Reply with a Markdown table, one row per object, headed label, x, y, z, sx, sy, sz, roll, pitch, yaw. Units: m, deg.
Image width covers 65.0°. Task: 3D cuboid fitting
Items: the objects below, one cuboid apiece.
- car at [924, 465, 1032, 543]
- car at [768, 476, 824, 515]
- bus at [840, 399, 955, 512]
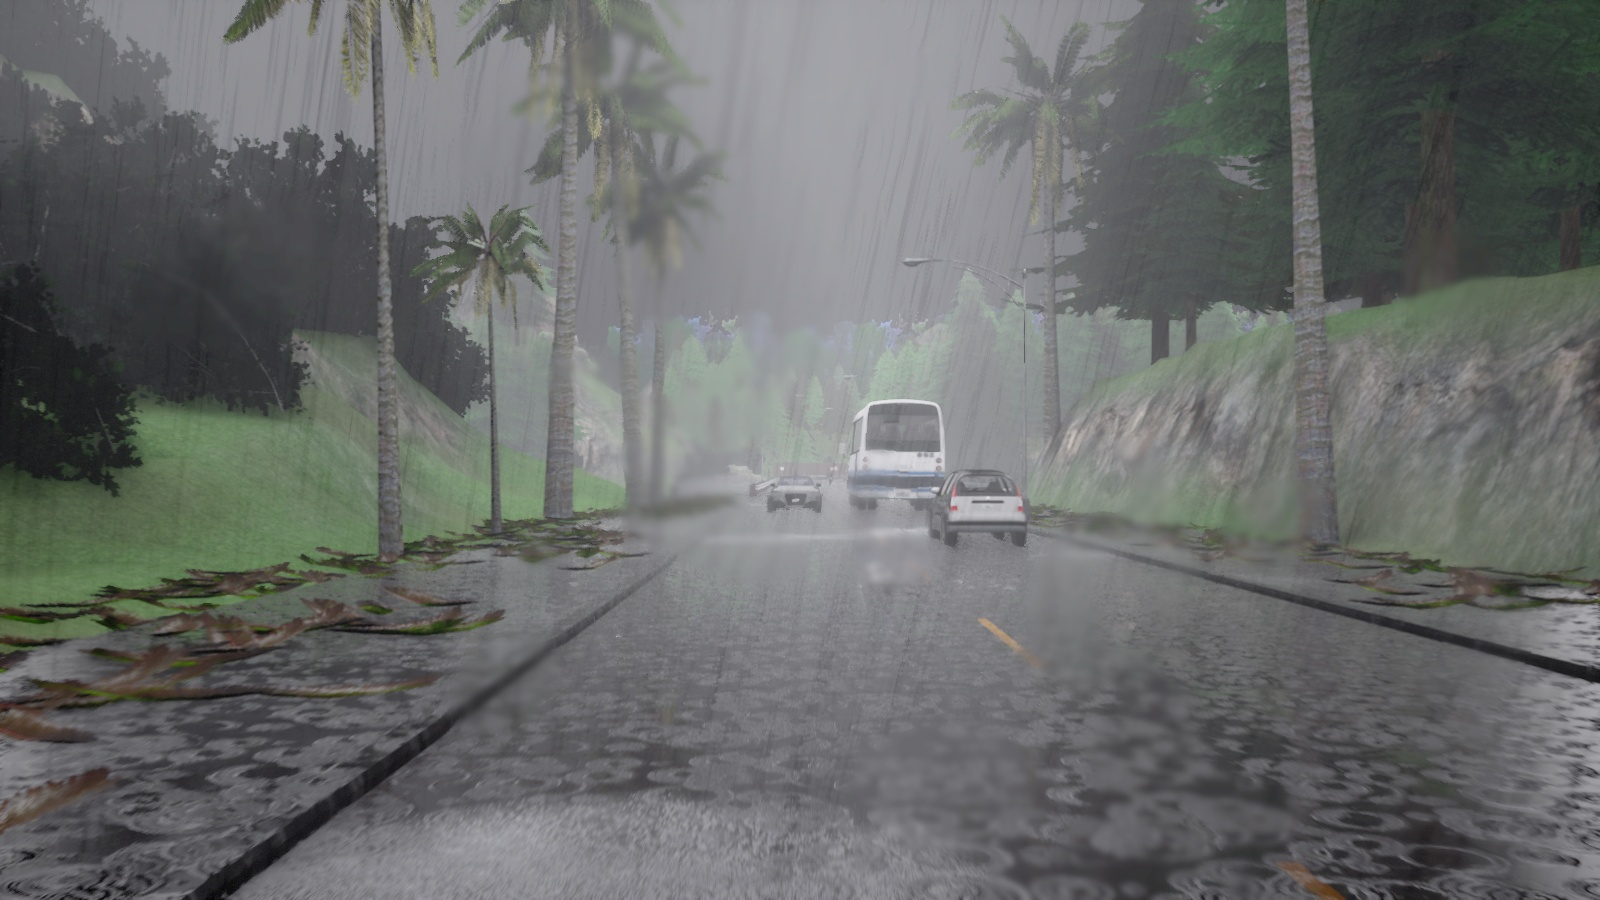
| label | x | y | z | sx | sy | sz | roll | pitch | yaw |
| --- | --- | --- | --- | --- | --- | --- | --- | --- | --- |
| car | 3.913 | 1.169 | 28.205 | 1.851 | 1.617 | 3.988 | 0 | -1 | 0 |
| car | -0.145 | 1.667 | 47.050 | 1.994 | 1.385 | 4.181 | 0 | -1 | 0 |
| bus | 3.832 | 0.300 | 52.431 | 3.944 | 4.253 | 10.273 | 0 | -1 | 0 |
